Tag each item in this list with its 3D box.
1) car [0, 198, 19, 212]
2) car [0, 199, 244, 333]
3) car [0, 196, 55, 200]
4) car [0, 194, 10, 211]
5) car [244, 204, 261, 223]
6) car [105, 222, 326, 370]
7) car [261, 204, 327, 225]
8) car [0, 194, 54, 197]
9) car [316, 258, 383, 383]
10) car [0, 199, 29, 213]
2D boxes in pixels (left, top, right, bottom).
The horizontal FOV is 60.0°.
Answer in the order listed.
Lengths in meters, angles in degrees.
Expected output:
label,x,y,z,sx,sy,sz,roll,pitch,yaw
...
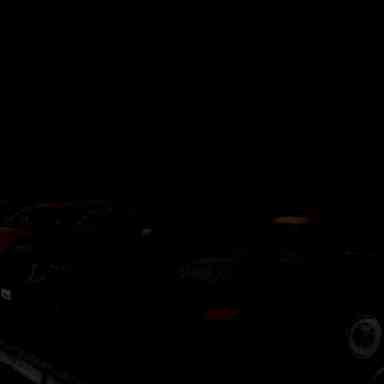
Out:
label,x,y,z,sx,sy,sz,roll,pitch,yaw
car,-23.519,1.533,39.309,2.097,1.535,5.008,0,0,35
car,-1.264,1.235,7.402,2.435,2.045,5.566,0,0,35
car,-3.549,1.238,9.027,2.435,2.045,5.566,0,0,35
car,-25.804,1.290,40.906,2.435,2.045,5.566,0,0,35
car,3.749,1.492,19.929,2.231,1.521,4.892,0,0,35
car,1.036,1.524,5.798,2.002,1.452,4.674,0,0,35
car,5.902,1.485,18.164,1.946,1.575,5.366,0,0,35
car,-16.826,1.267,34.520,2.435,2.045,5.566,0,0,35
car,3.340,1.355,4.201,2.185,1.767,4.553,0,0,35
car,-21.349,1.566,37.769,2.002,1.452,4.674,0,0,35
